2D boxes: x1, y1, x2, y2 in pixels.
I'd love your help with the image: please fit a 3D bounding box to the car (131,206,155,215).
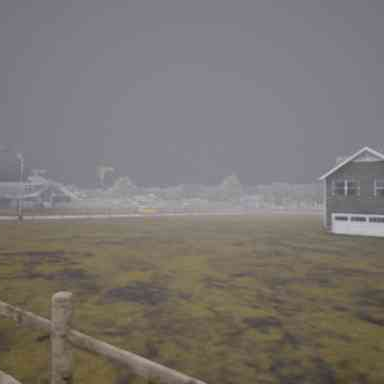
[{"bbox_3d":[-8.708,3.270,59.395,1.882,1.535,5.008,0,-3,36],"label":"car"}]
